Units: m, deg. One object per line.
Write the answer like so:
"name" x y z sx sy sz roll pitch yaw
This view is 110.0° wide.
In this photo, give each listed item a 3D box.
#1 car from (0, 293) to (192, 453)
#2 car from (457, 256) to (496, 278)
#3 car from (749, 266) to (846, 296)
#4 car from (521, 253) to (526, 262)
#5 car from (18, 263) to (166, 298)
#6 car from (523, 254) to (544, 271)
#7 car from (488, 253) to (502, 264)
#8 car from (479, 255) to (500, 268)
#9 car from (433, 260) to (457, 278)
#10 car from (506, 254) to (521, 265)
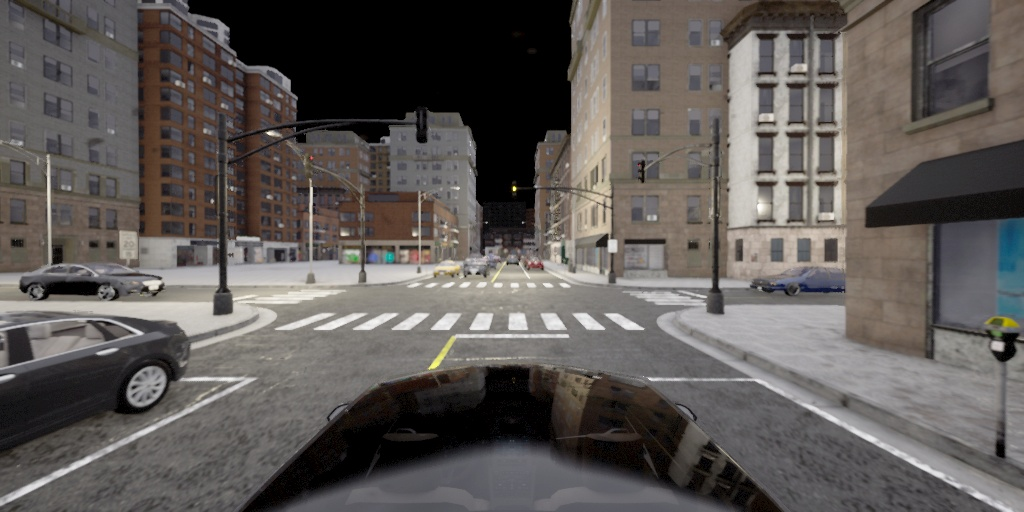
"car" -5.387 1.285 3.262 2.007 1.370 4.403 0 0 0
"car" -2.834 0.973 29.752 2.128 1.511 4.902 0 1 2
"car" 14.996 1.226 17.887 5.357 1.411 2.033 0 1 0
"car" 2.640 0.632 47.091 2.192 1.841 5.009 0 0 0
"car" -17.281 1.035 14.919 4.902 1.511 2.128 0 1 2
"car" 2.639 0.811 41.429 1.967 1.591 4.097 0 0 0
"car" -2.754 0.688 63.442 1.812 1.442 4.674 0 0 0
"car" -2.840 0.924 42.335 1.994 1.385 4.181 0 1 0
"car" -5.386 1.004 29.937 1.751 1.417 4.829 0 0 0
"car" 0.105 0.785 57.180 1.994 1.385 4.181 0 1 0
